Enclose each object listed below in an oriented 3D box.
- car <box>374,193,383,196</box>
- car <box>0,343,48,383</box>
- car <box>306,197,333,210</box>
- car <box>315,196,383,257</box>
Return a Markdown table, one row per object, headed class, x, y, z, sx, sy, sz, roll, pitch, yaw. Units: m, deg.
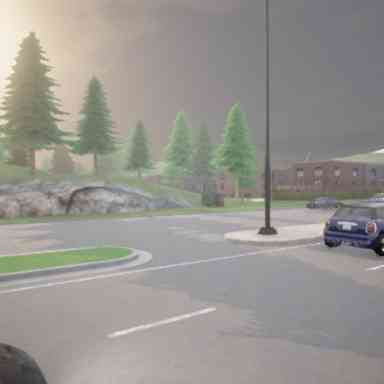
| class | x | y | z | sx | sy | sz | roll | pitch | yaw |
| --- | --- | --- | --- | --- | --- | --- | --- | --- | --- |
| car | 19.926 | 0.934 | 34.780 | 4.553 | 1.767 | 2.097 | -1 | 1 | -33 |
| car | -3.136 | 1.513 | 1.317 | 4.892 | 1.490 | 1.837 | -1 | 0 | -37 |
| car | 14.006 | 1.183 | 35.157 | 4.181 | 1.385 | 1.994 | 0 | 0 | -32 |
| car | 7.063 | 1.203 | 12.521 | 4.553 | 1.767 | 2.097 | -1 | 1 | -33 |
